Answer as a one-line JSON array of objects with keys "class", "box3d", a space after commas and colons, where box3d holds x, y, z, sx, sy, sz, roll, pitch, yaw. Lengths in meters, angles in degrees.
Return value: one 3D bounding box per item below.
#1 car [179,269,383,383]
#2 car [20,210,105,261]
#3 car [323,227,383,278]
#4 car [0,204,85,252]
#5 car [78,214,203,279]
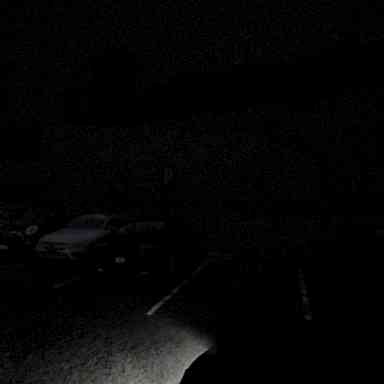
[{"class": "car", "box3d": [1.816, 1.564, 2.082, 4.181, 1.385, 1.994, 0, 0, 35]}, {"class": "car", "box3d": [-3.466, 1.522, 11.956, 2.002, 1.452, 4.674, 1, -1, 16]}, {"class": "car", "box3d": [3.859, 1.515, 6.697, 2.163, 1.488, 4.792, 1, -1, 15]}, {"class": "car", "box3d": [-5.900, 1.350, 13.727, 2.185, 1.767, 4.553, 1, -1, 15]}, {"class": "car", "box3d": [-1.029, 1.485, 10.206, 2.097, 1.535, 5.008, 0, -1, 15]}]
